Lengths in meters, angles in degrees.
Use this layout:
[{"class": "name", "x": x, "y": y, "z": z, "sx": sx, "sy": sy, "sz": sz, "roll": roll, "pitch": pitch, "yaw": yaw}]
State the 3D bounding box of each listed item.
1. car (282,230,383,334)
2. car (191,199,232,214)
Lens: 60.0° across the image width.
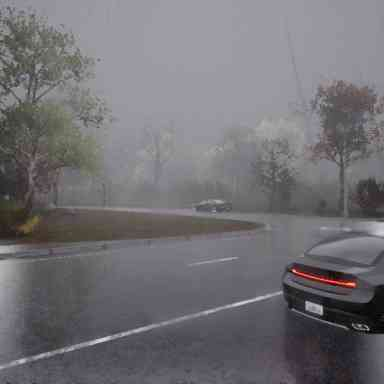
[{"class": "car", "x": 3.812, "y": 1.505, "z": 6.438, "sx": 4.892, "sy": 1.490, "sz": 1.837, "roll": 0, "pitch": 0, "yaw": -36}, {"class": "car", "x": 1.991, "y": 1.491, "z": 35.014, "sx": 1.882, "sy": 1.535, "sz": 5.008, "roll": 0, "pitch": 0, "yaw": -41}]
